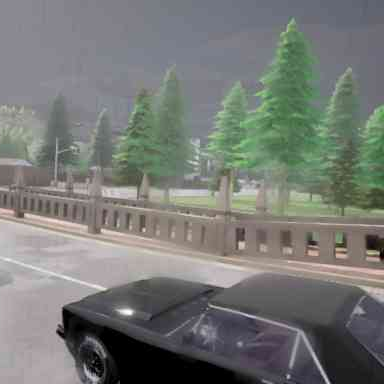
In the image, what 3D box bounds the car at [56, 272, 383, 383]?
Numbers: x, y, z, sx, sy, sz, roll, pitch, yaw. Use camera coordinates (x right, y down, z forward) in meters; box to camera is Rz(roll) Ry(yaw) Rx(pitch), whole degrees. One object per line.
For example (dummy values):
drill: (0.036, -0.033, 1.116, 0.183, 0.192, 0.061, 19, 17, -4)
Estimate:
car: (0.660, 1.594, 3.516, 4.718, 1.301, 1.895, 1, 0, 35)
